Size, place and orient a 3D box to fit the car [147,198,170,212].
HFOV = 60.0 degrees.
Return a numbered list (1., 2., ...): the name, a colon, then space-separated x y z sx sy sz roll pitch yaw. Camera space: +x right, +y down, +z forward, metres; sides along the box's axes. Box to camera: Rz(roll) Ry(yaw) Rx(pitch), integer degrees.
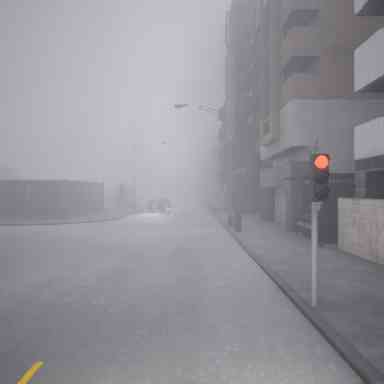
1. car: -4.127 1.491 39.308 2.128 1.511 4.902 0 0 0
